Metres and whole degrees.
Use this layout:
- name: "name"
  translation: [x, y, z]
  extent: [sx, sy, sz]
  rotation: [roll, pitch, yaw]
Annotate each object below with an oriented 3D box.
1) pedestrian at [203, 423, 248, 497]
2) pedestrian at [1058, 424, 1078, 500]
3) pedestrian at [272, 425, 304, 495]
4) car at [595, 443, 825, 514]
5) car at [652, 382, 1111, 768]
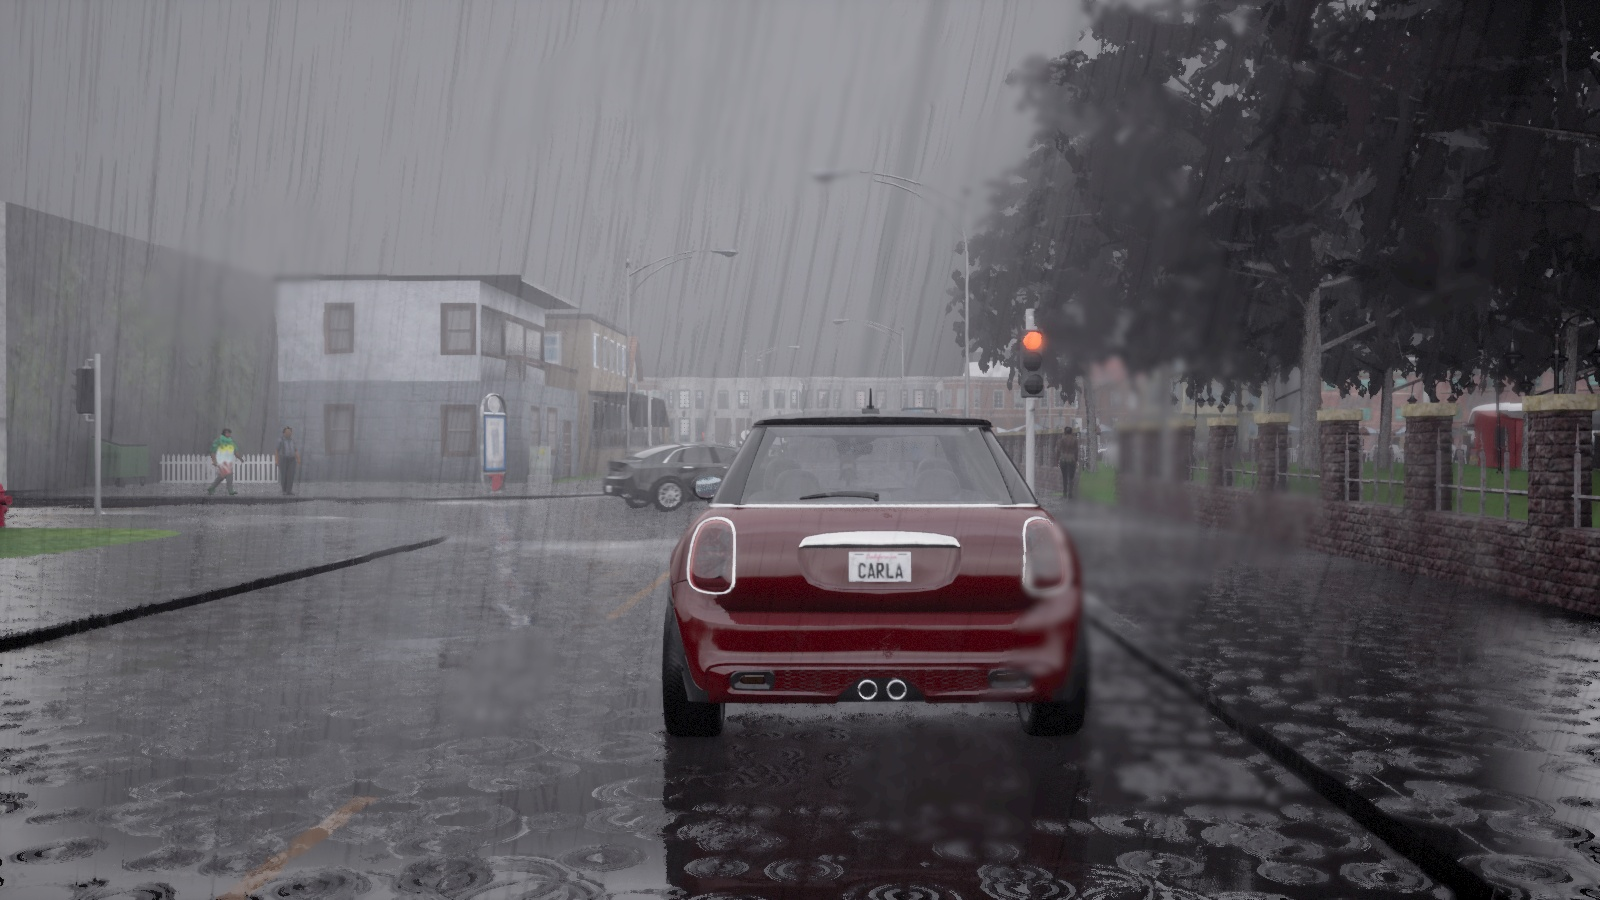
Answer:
- name: "pedestrian"
  translation: [-15.294, 0.255, 33.424]
  extent: [0.873, 1.952, 0.659]
  rotation: [0, 0, 18]
- name: "pedestrian"
  translation: [6.501, 0.289, 30.475]
  extent: [0.328, 1.805, 0.869]
  rotation: [0, 0, 2]
- name: "pedestrian"
  translation: [-13.722, 0.255, 33.651]
  extent: [0.694, 1.848, 0.540]
  rotation: [0, 0, 43]
- name: "car"
  translation: [-2.012, 0.588, 28.587]
  extent: [4.892, 1.490, 1.837]
  rotation: [0, 1, -30]
- name: "car"
  translation: [0.361, 0.560, 8.016]
  extent: [2.097, 1.767, 4.553]
  rotation: [0, 0, 0]
